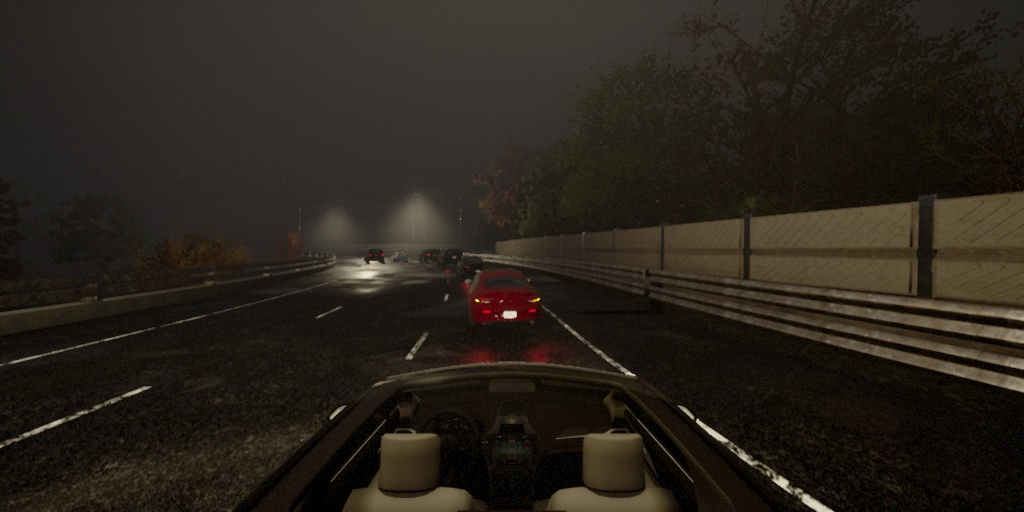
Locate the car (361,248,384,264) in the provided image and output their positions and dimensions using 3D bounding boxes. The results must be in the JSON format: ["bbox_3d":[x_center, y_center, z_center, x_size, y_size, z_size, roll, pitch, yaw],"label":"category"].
[{"bbox_3d":[-18.599,-0.002,48.302,2.150,2.045,5.566,-1,2,-27],"label":"car"}]

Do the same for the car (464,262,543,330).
[{"bbox_3d":[-0.354,1.094,10.324,1.812,1.442,4.674,0,1,-8],"label":"car"}]

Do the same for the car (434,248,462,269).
[{"bbox_3d":[-6.540,0.210,37.996,2.150,2.045,5.566,0,1,-19],"label":"car"}]

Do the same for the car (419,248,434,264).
[{"bbox_3d":[-11.297,-0.026,49.367,2.150,2.045,5.566,0,2,-26],"label":"car"}]

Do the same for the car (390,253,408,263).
[{"bbox_3d":[-16.057,0.243,50.996,1.812,1.442,4.674,-1,1,-27],"label":"car"}]

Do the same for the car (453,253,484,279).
[{"bbox_3d":[-2.847,0.780,25.318,1.812,1.442,4.674,0,1,-15],"label":"car"}]
